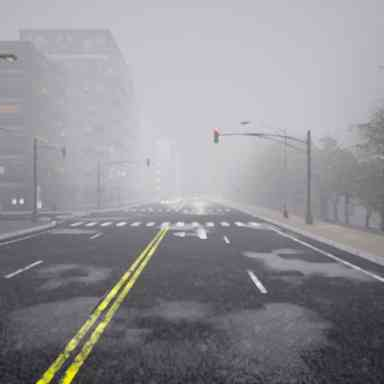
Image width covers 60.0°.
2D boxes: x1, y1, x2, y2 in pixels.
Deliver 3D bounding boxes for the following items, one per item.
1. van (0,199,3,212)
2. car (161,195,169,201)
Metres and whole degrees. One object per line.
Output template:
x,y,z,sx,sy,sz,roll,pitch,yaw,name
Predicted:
-22.746,1.585,35.972,3.998,1.788,1.690,-1,1,-1,van
-6.536,1.514,80.868,2.128,1.511,4.902,0,0,0,car
